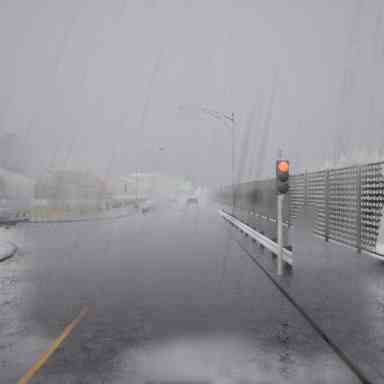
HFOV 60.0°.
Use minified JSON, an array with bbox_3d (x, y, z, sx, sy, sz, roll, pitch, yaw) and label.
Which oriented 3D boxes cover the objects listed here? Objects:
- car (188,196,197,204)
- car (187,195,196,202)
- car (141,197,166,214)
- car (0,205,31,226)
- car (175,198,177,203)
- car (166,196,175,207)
[{"bbox_3d":[0.086,1.477,64.959,1.882,1.535,5.008,0,0,0],"label":"car"},{"bbox_3d":[-0.022,1.539,77.431,2.033,1.411,5.357,0,0,0],"label":"car"},{"bbox_3d":[-4.103,1.525,35.119,1.812,1.442,4.674,0,0,0],"label":"car"},{"bbox_3d":[-13.297,1.547,21.526,5.357,1.411,2.033,0,0,10],"label":"car"},{"bbox_3d":[-4.043,1.563,66.532,1.994,1.385,4.181,0,0,1],"label":"car"},{"bbox_3d":[-4.107,1.491,49.572,2.128,1.511,4.902,0,0,0],"label":"car"}]
